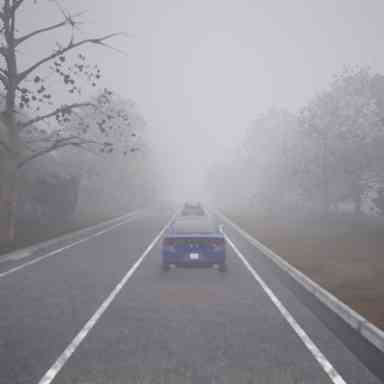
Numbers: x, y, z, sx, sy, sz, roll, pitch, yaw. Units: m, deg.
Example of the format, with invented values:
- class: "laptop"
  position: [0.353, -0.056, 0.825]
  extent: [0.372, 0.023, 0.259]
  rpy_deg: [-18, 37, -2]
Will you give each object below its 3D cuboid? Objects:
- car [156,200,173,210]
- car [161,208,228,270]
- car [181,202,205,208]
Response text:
- class: "car"
  position: [-3.581, 1.709, 43.580]
  extent: [1.895, 1.301, 4.718]
  rpy_deg: [0, 0, 0]
- class: "car"
  position: [0.075, 1.528, 11.202]
  extent: [1.882, 1.535, 5.008]
  rpy_deg: [0, 0, 0]
- class: "car"
  position: [0.094, 1.601, 29.786]
  extent: [2.128, 1.511, 4.902]
  rpy_deg: [0, 0, 0]
